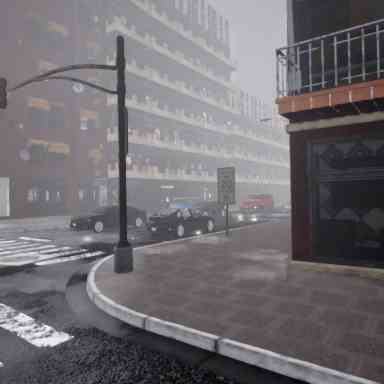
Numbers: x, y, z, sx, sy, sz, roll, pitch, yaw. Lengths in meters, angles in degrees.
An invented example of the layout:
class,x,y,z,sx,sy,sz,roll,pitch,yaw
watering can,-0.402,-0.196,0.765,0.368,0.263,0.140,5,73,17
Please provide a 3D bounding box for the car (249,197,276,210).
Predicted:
class,x,y,z,sx,sy,sz,roll,pitch,yaw
car,9.332,1.437,44.004,1.967,1.590,4.097,-1,-1,36

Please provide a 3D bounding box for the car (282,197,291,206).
class,x,y,z,sx,sy,sz,roll,pitch,yaw
car,15.715,1.502,52.927,1.752,1.417,4.829,-1,-1,36

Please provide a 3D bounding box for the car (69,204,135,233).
class,x,y,z,sx,sy,sz,roll,pitch,yaw
car,-4.869,1.481,19.905,1.882,1.535,5.008,-2,-1,36

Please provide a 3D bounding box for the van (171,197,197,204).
class,x,y,z,sx,sy,sz,roll,pitch,yaw
van,-0.390,1.372,30.411,1.690,1.788,3.998,-1,-1,36

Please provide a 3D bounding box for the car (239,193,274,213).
class,x,y,z,sx,sy,sz,roll,pitch,yaw
car,7.260,1.180,36.865,2.150,2.045,5.566,-2,-1,36

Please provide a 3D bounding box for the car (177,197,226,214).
class,x,y,z,sx,sy,sz,roll,pitch,yaw
car,1.176,1.484,28.356,1.837,1.490,4.892,-1,-1,35

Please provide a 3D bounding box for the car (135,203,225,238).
class,x,y,z,sx,sy,sz,roll,pitch,yaw
car,-0.457,1.439,16.766,2.008,1.369,4.403,-1,-1,36
